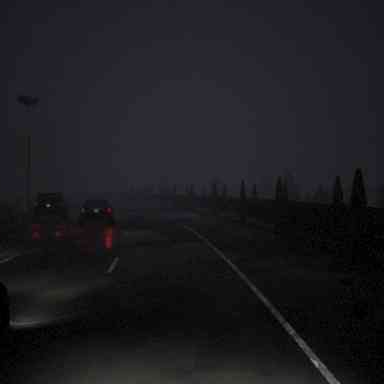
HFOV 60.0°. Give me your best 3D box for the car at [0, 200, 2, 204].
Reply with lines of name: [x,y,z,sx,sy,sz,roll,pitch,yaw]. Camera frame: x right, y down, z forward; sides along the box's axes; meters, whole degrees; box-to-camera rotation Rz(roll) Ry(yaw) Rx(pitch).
car: [-22.758,1.237,37.561,1.882,1.535,5.008,0,0,-25]

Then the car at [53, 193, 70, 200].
car: [-29.046,0.944,73.949,1.801,1.575,5.366,-1,1,-44]

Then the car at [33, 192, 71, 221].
car: [-10.806,1.044,25.939,2.150,2.045,5.566,0,0,-15]

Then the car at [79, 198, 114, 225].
car: [-6.416,1.189,22.685,2.097,1.767,4.553,0,0,-13]

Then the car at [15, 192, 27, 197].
car: [-43.475,0.807,85.232,4.674,1.442,1.812,0,1,35]

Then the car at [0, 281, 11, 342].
car: [-3.674,1.336,3.058,2.097,1.767,4.553,0,0,-2]
